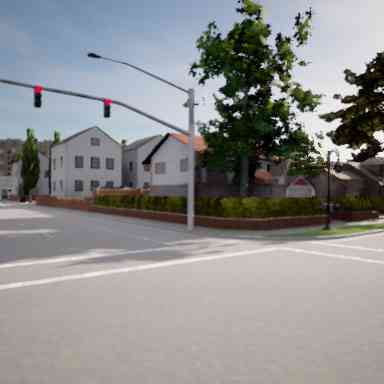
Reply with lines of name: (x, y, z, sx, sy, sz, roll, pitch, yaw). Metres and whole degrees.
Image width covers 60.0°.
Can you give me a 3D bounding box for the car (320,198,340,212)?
car: (13.901, 1.382, 35.765, 1.970, 1.475, 3.806, 0, 0, -37)
